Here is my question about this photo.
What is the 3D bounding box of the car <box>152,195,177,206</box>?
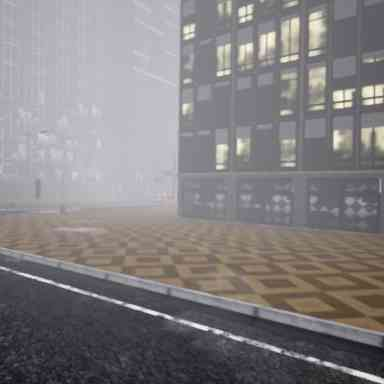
[{"bbox_3d":[-3.958,1.280,50.742,1.882,1.535,5.008,1,0,37],"label":"car"}]
